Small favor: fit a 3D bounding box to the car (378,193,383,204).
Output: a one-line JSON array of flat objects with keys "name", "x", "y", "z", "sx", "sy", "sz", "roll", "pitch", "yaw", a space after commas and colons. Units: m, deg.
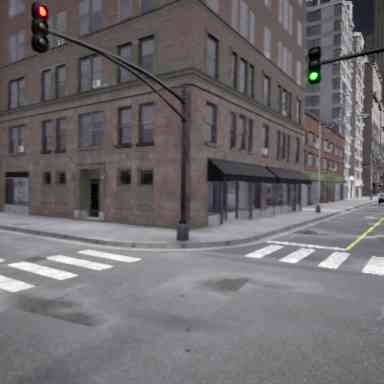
[{"name": "car", "x": 27.013, "y": 0.896, "z": 46.005, "sx": 1.882, "sy": 1.535, "sz": 5.008, "roll": 1, "pitch": 1, "yaw": 34}]
